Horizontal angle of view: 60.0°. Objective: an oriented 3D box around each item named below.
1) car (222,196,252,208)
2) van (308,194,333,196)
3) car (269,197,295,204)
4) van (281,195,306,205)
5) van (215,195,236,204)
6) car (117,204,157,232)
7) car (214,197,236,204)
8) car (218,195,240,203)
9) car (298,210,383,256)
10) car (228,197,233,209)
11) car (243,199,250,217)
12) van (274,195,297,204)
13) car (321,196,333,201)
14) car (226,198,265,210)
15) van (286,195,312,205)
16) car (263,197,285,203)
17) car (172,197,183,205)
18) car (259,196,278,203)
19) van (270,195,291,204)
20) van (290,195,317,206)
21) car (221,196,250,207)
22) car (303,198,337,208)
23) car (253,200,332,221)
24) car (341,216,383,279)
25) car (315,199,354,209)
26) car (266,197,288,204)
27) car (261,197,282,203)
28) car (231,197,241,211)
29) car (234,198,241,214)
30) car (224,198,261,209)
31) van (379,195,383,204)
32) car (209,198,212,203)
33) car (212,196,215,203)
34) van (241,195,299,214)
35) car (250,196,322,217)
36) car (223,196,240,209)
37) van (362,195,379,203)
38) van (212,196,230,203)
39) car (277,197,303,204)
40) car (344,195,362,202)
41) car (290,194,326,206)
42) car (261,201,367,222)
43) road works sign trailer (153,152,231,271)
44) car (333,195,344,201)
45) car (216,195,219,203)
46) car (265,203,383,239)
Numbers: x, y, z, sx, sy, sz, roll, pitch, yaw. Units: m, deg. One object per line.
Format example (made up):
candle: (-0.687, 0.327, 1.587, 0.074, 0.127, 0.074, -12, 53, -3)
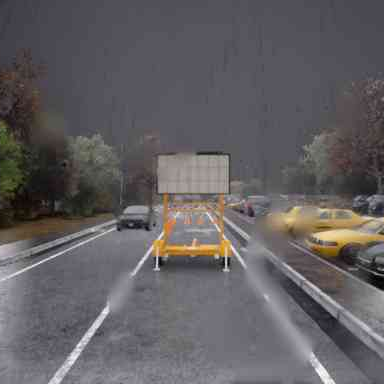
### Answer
car: (7.180, 1.555, 53.056, 4.553, 1.767, 2.185, 0, 0, 0)
van: (20.387, 1.433, 50.193, 4.442, 1.987, 1.878, 0, 0, 0)
car: (20.270, 1.904, 74.977, 5.366, 1.575, 1.946, 0, -1, 0)
van: (20.277, 1.522, 66.823, 4.442, 1.987, 1.878, 0, -1, 0)
van: (7.239, 1.633, 72.472, 4.442, 1.987, 1.878, 0, -1, 0)
car: (-3.324, 1.522, 20.677, 1.882, 1.535, 5.008, 0, 0, 0)
car: (7.379, 1.958, 75.241, 4.674, 1.452, 2.002, 0, -1, 0)
car: (7.006, 1.663, 50.280, 5.366, 1.575, 1.946, 0, 0, 0)
car: (6.718, 1.540, 11.425, 5.366, 1.575, 1.946, 0, 0, 0)
car: (7.080, 1.636, 39.175, 4.792, 1.488, 2.163, 0, 0, 0)
car: (7.056, 1.577, 28.069, 4.792, 1.488, 2.163, 0, 0, 0)
van: (20.317, 1.622, 72.214, 4.442, 1.987, 1.878, 0, -1, 0)
car: (20.223, 1.628, 44.528, 5.008, 1.535, 2.097, 0, 0, 0)
car: (7.157, 1.637, 44.726, 4.892, 1.521, 2.231, 0, 0, 0)
van: (20.489, 1.506, 63.919, 4.442, 1.987, 1.878, 0, 0, 0)
car: (20.511, 2.085, 83.285, 5.008, 1.535, 2.097, 0, -1, 0)
car: (-2.979, 1.874, 69.522, 1.837, 1.490, 4.892, 0, -1, 0)
car: (20.525, 2.078, 88.828, 4.553, 1.767, 2.185, 0, -1, 0)
van: (20.592, 1.741, 77.750, 4.442, 1.987, 1.878, 0, -1, 0)
van: (20.469, 1.492, 61.274, 4.442, 1.987, 1.878, 0, 0, 0)
car: (7.201, 1.570, 55.832, 4.553, 1.767, 2.185, 0, 0, 0)
car: (20.288, 1.713, 52.837, 4.674, 1.452, 2.002, 0, 0, 0)
car: (6.980, 1.527, 22.517, 4.892, 1.521, 2.231, 0, 0, 0)
car: (6.889, 1.554, 8.648, 4.892, 1.521, 2.231, 0, 0, 0)
car: (20.253, 1.684, 47.422, 4.674, 1.452, 2.002, 0, 0, 0)
car: (20.489, 2.027, 80.515, 4.892, 1.521, 2.231, 0, -1, 0)
car: (20.532, 2.147, 86.180, 5.008, 1.535, 2.097, 0, -1, 0)
car: (7.059, 1.621, 36.398, 4.792, 1.488, 2.163, 0, 0, 0)
car: (7.039, 1.606, 33.622, 4.792, 1.488, 2.163, 0, 0, 0)
car: (7.164, 1.652, 47.503, 4.892, 1.521, 2.231, 0, 0, 0)
van: (20.243, 1.329, 30.677, 4.442, 1.987, 1.878, 0, 0, 0)
car: (7.443, 2.096, 83.568, 5.008, 1.535, 2.097, 0, -1, 0)
car: (7.343, 1.504, 66.936, 5.566, 2.045, 2.435, 0, 0, 0)
van: (7.164, 1.336, 30.847, 4.442, 1.987, 1.878, 0, 0, 0)
car: (7.038, 1.409, 25.297, 4.553, 1.767, 2.185, 0, 0, 0)
car: (6.944, 1.618, 41.952, 5.366, 1.575, 1.946, 0, 0, 0)
van: (20.030, 1.343, 33.449, 4.442, 1.987, 1.878, 0, 0, 0)
van: (7.575, 1.930, 86.348, 4.442, 1.987, 1.878, 0, -1, 0)
car: (20.418, 1.788, 69.438, 5.008, 1.535, 2.097, 0, -1, 0)
car: (20.139, 1.333, 36.218, 5.566, 2.045, 2.435, 0, 0, 0)
car: (20.304, 1.452, 58.504, 5.566, 2.045, 2.435, 0, 0, 0)
car: (7.151, 1.521, 19.749, 5.366, 1.575, 1.946, 0, 0, 0)
road works sign trailer: (0.054, 0.483, 10.959, 2.380, 3.560, 2.880, 0, 0, 3)
car: (20.160, 1.348, 38.988, 5.566, 2.045, 2.435, 0, 0, 0)
car: (7.247, 1.710, 58.607, 5.008, 1.535, 2.097, 0, 0, 0)
car: (6.760, 1.524, 17.099, 5.366, 1.575, 1.946, 0, 0, 0)
